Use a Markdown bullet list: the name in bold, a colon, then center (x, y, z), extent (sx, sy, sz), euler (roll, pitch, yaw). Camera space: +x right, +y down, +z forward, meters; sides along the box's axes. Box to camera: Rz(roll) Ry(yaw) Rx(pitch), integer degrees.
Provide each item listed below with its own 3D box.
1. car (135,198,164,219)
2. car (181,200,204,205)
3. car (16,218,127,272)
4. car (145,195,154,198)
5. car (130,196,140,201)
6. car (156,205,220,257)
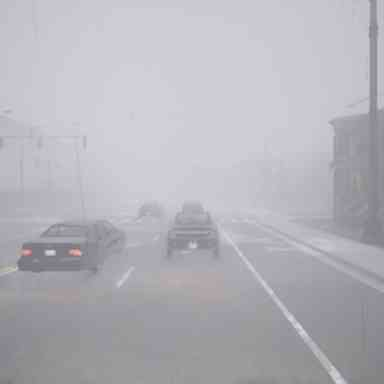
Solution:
- **car**: center (-3.443, 1.511, 28.494), extent (1.812, 1.442, 4.674), euler (0, 0, 0)
- **car**: center (0.059, 1.463, 29.016), extent (1.882, 1.535, 5.008), euler (0, 0, 0)
- **car**: center (-3.475, 1.542, 10.684), extent (2.033, 1.411, 5.357), euler (0, 0, 0)
- **car**: center (-10.489, 1.483, 81.464), extent (2.128, 1.511, 4.902), euler (0, 0, 0)
- **car**: center (-13.989, 1.553, 81.438), extent (1.895, 1.301, 4.718), euler (0, 0, 0)
- **car**: center (0.045, 1.486, 12.852), extent (2.128, 1.511, 4.902), euler (0, 0, 1)
